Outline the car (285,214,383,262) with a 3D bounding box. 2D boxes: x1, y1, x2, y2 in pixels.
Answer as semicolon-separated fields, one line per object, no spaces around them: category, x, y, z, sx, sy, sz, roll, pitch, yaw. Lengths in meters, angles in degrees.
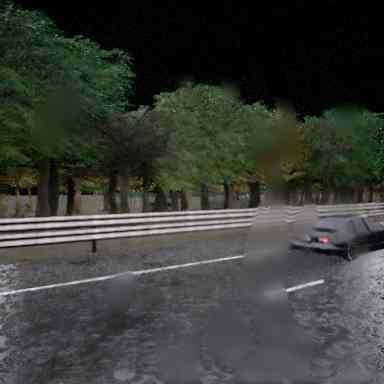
car;5.695;1.531;12.103;5.357;1.411;2.033;0;0;-35
